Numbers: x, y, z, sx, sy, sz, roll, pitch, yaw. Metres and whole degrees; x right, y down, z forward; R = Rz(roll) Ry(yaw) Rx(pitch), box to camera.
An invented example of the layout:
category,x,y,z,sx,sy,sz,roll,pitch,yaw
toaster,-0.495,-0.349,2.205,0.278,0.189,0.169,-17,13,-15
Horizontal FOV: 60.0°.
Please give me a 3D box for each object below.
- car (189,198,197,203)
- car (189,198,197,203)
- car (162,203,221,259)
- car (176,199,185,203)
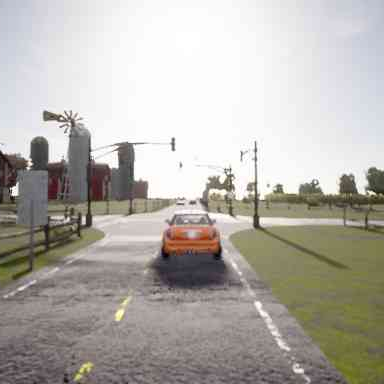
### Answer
category,x,y,z,sx,sy,sz,roll,pitch,yaw
car,0.266,2.442,92.634,1.994,1.385,4.181,0,-1,0
car,0.220,2.453,82.626,1.812,1.442,4.674,0,-1,0
car,-0.052,1.500,13.443,2.097,1.767,4.553,0,-1,-1
car,-2.565,2.386,74.957,2.033,1.411,5.357,0,-1,0
